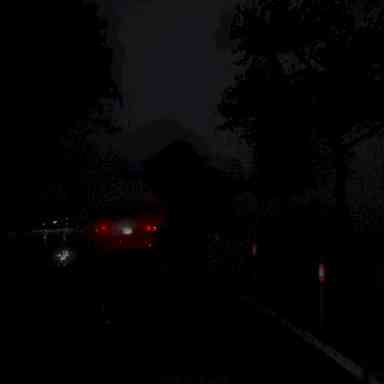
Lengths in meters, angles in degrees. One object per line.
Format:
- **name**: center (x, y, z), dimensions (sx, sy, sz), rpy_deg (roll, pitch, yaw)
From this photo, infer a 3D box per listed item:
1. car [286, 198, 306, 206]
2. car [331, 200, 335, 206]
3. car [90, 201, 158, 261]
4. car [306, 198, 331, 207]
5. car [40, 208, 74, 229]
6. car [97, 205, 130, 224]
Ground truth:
- **car**: center (27.878, 2.756, 90.143), dimensions (5.566, 2.045, 2.435), rpy_deg (0, -2, 20)
- **car**: center (35.891, 3.038, 87.828), dimensions (1.895, 1.301, 4.718), rpy_deg (0, -2, 20)
- **car**: center (-2.798, 1.345, 13.062), dimensions (2.150, 2.045, 5.566), rpy_deg (0, 0, -17)
- **car**: center (28.987, 2.371, 76.269), dimensions (5.566, 2.045, 2.150), rpy_deg (1, -2, -44)
- **car**: center (-9.463, 1.809, 23.615), dimensions (1.994, 1.385, 4.181), rpy_deg (0, -1, -16)
- **car**: center (-6.590, 1.885, 28.410), dimensions (1.994, 1.385, 4.181), rpy_deg (0, -1, -3)
